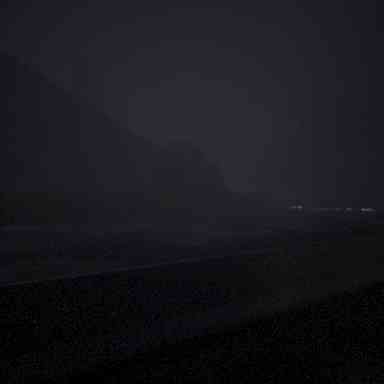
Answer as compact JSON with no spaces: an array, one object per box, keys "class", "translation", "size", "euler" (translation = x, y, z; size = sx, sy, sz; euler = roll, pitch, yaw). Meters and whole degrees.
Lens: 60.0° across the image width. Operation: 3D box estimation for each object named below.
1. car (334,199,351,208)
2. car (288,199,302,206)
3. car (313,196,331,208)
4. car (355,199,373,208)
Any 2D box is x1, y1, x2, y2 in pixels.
[{"class":"car","translation":[26.207,1.994,57.974],"size":[1.882,1.535,5.008],"euler":[1,0,12]},{"class":"car","translation":[20.293,2.077,65.542],"size":[1.994,1.385,4.181],"euler":[0,0,5]},{"class":"car","translation":[22.698,1.696,58.239],"size":[2.150,2.045,5.566],"euler":[1,0,12]},{"class":"car","translation":[29.665,2.031,57.557],"size":[2.128,1.511,4.902],"euler":[0,0,12]}]
